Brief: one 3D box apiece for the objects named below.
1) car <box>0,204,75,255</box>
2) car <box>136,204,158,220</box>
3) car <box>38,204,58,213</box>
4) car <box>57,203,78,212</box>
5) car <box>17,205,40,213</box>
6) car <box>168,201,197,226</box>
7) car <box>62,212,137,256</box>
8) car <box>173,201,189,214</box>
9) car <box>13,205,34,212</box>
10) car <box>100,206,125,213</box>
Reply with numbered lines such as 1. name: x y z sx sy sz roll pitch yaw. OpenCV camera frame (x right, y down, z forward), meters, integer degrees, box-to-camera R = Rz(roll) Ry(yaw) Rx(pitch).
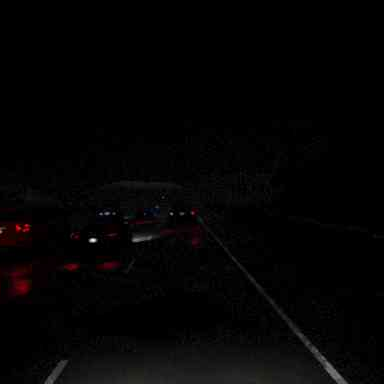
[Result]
1. car: -7.381 1.604 15.194 2.150 2.045 5.566 -2 -1 -3
2. car: -4.588 1.954 34.042 1.882 1.535 5.008 -2 -1 -2
3. car: -26.773 3.007 61.955 1.994 1.385 4.181 -2 0 -2
4. car: -23.284 2.888 62.236 2.033 1.411 5.357 -2 -1 -2
5. car: -30.262 3.156 61.713 1.895 1.301 4.718 -2 -1 -2
6. car: -0.795 1.634 26.256 2.097 1.767 4.553 -2 0 -2
7. car: -3.834 1.828 14.604 1.994 1.385 4.181 -2 -1 -2
8. car: -1.434 1.969 42.935 1.837 1.490 4.892 -2 0 -2
9. car: -33.977 3.312 67.233 1.895 1.301 4.718 -2 -1 -2
10. car: -8.084 2.134 33.943 2.033 1.411 5.357 -2 -1 -2
